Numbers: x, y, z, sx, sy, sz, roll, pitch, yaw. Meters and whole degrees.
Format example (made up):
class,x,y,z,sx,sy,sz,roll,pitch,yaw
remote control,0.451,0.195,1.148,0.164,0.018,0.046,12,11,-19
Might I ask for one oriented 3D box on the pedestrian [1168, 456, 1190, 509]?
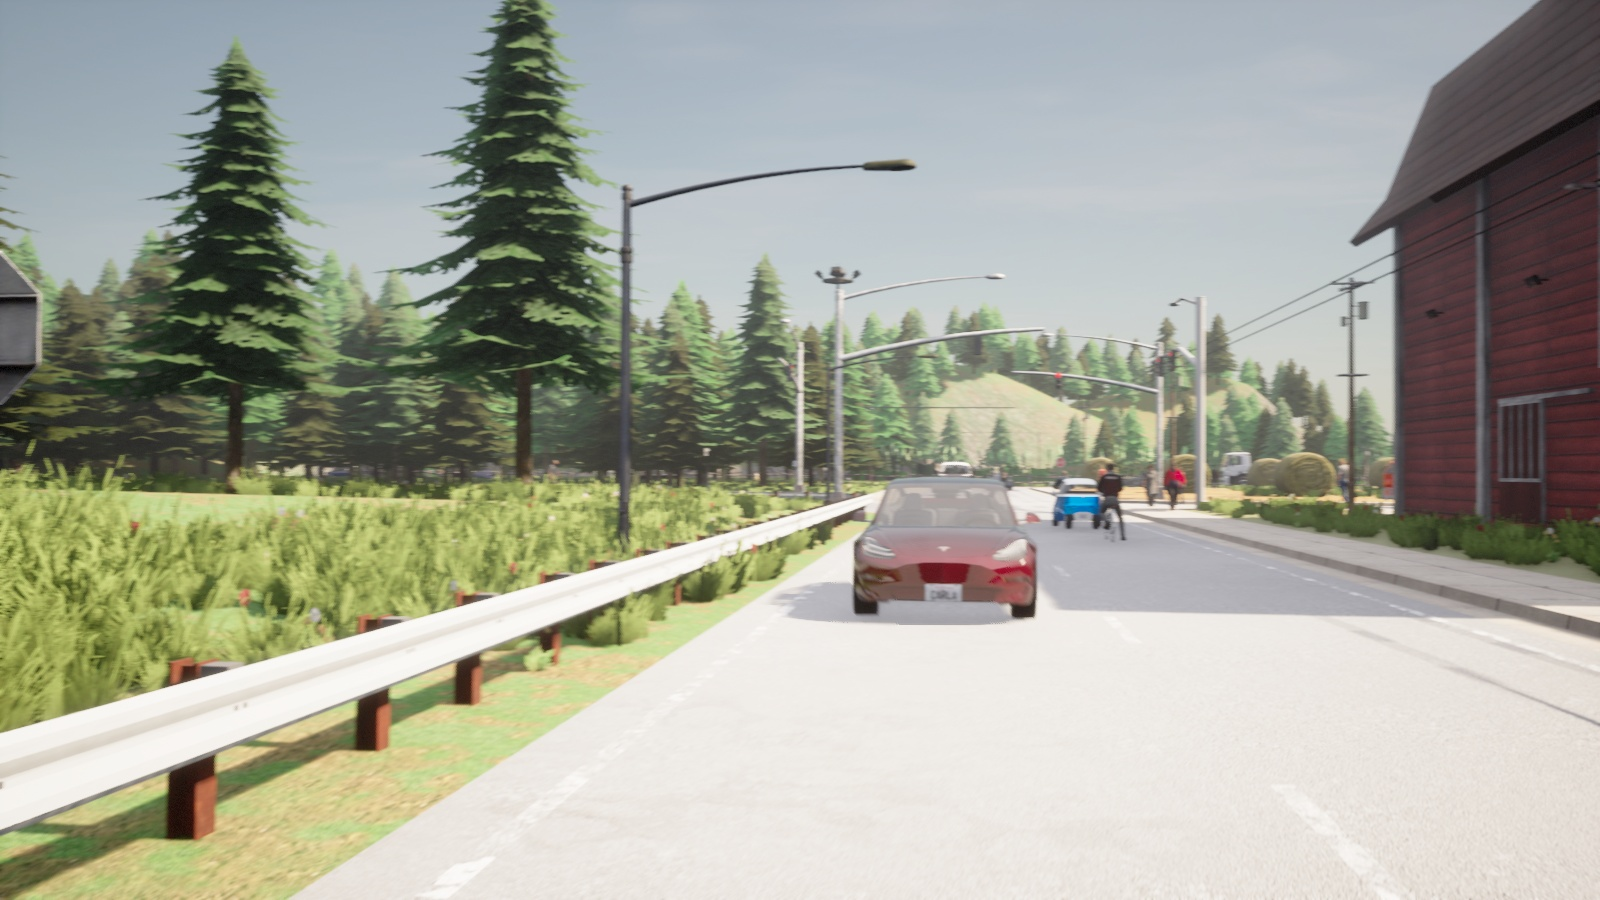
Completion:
class,x,y,z,sx,sy,sz,roll,pitch,yaw
pedestrian,13.469,1.145,44.587,0.634,1.844,0.899,0,-1,10

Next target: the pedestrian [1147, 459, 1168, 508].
class,x,y,z,sx,sy,sz,roll,pitch,yaw
pedestrian,14.587,1.367,51.271,0.659,1.952,0.873,0,-1,3

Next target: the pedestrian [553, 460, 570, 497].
class,x,y,z,sx,sy,sz,roll,pitch,yaw
pedestrian,-12.088,1.458,63.571,0.694,1.848,0.540,0,-1,9

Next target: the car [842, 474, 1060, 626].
class,x,y,z,sx,sy,sz,roll,pitch,yaw
car,1.812,1.044,14.983,2.163,1.488,4.792,0,-1,7

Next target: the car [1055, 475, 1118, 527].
class,x,y,z,sx,sy,sz,roll,pitch,yaw
car,7.947,1.402,34.966,1.481,1.376,2.207,0,-1,7

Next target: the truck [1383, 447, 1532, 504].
class,x,y,z,sx,sy,sz,roll,pitch,yaw
truck,28.918,1.119,55.427,5.204,2.467,2.627,0,-1,6

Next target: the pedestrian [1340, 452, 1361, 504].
class,x,y,z,sx,sy,sz,roll,pitch,yaw
pedestrian,19.865,1.006,45.322,0.354,1.836,0.706,0,-1,-13

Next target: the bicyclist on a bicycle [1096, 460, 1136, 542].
class,x,y,z,sx,sy,sz,roll,pitch,yaw
bicyclist on a bicycle,7.044,1.111,28.044,0.659,1.776,1.843,0,-1,7

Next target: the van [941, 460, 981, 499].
class,x,y,z,sx,sy,sz,roll,pitch,yaw
van,8.613,1.573,67.146,2.069,2.038,4.480,0,-1,7
